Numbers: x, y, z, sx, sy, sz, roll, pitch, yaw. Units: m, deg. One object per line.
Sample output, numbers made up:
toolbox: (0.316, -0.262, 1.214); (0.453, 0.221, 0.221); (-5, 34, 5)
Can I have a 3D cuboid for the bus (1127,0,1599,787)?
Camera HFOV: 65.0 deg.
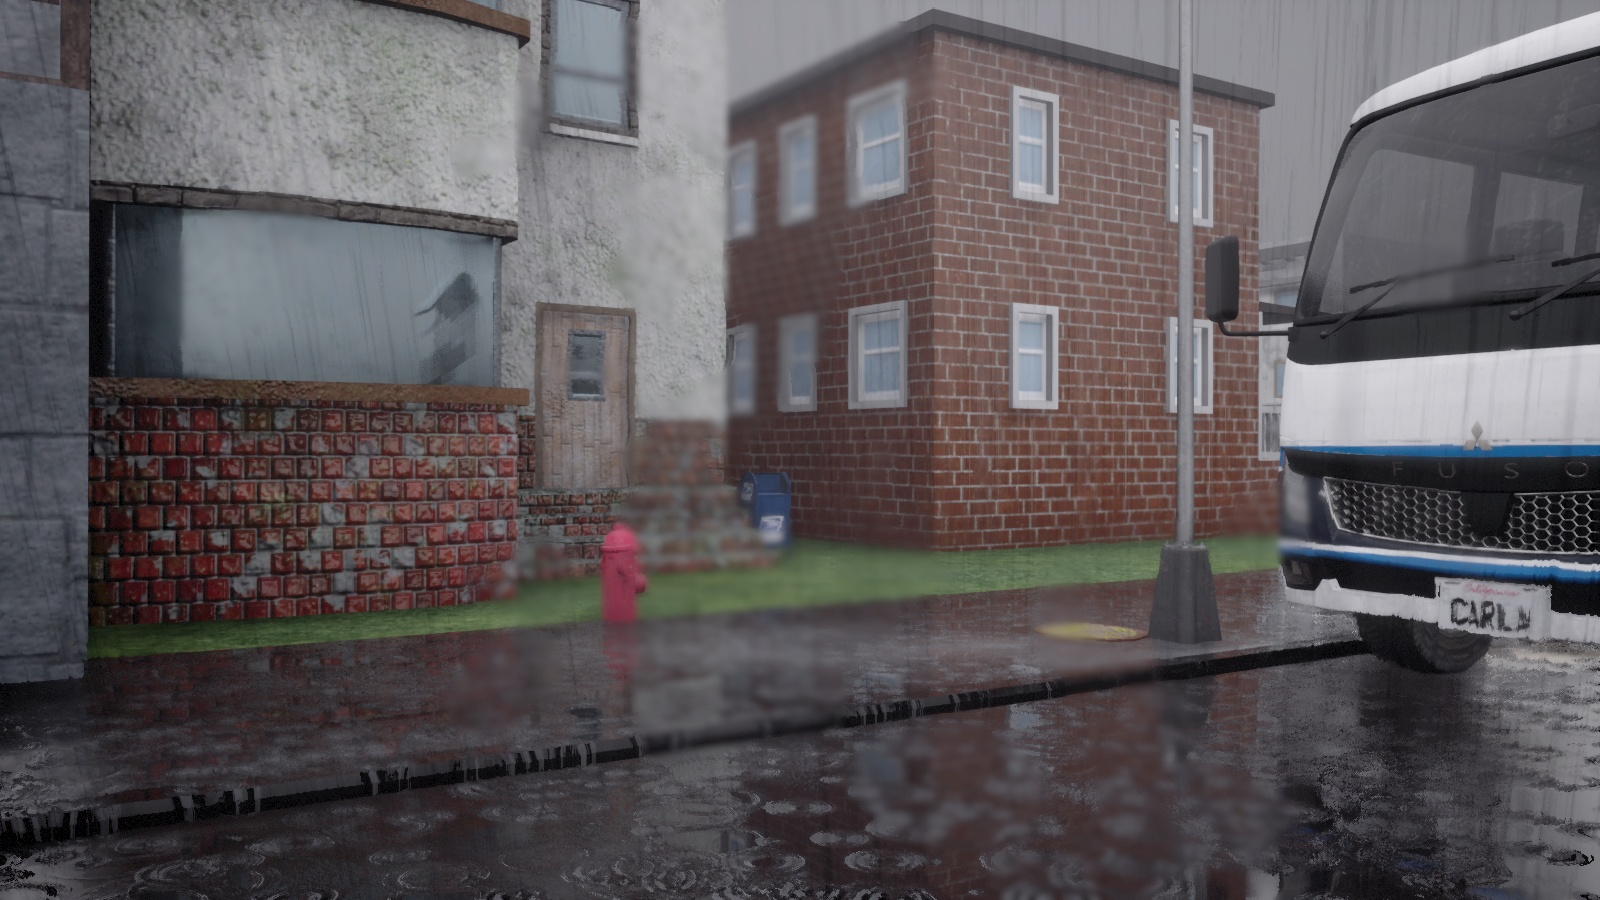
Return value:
bus: (7.584, -0.626, 8.922); (10.273, 4.253, 3.944); (0, 0, -29)
